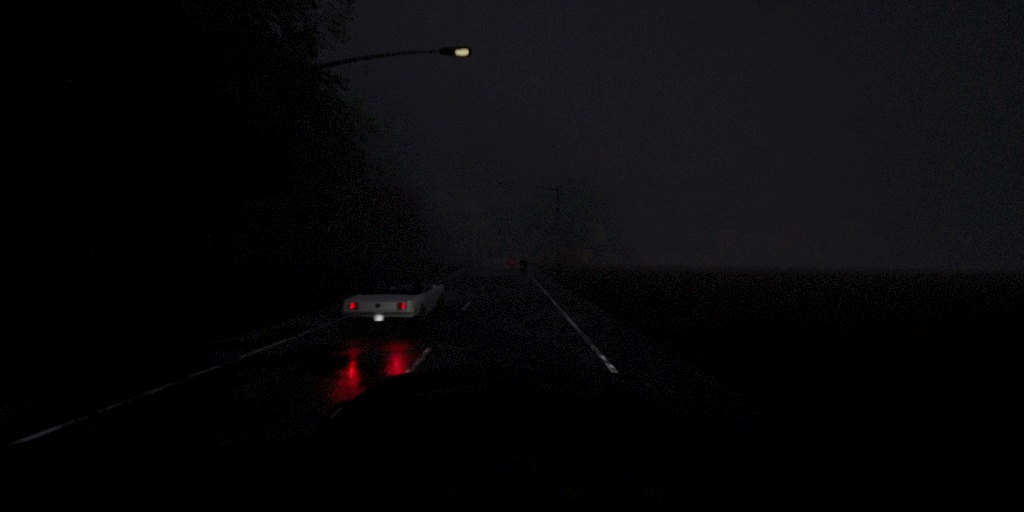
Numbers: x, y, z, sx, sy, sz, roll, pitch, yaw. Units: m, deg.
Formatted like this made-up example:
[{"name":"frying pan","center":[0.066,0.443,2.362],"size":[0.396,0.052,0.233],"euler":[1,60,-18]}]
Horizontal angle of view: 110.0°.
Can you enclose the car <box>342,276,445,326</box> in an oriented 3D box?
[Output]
[{"name":"car","center":[-3.402,1.293,11.386],"size":[1.895,1.301,4.718],"euler":[0,0,0]}]

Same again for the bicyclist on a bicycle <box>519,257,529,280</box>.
[{"name":"bicyclist on a bicycle","center":[0.963,0.971,27.004],"size":[0.659,1.776,1.843],"euler":[0,1,0]}]
